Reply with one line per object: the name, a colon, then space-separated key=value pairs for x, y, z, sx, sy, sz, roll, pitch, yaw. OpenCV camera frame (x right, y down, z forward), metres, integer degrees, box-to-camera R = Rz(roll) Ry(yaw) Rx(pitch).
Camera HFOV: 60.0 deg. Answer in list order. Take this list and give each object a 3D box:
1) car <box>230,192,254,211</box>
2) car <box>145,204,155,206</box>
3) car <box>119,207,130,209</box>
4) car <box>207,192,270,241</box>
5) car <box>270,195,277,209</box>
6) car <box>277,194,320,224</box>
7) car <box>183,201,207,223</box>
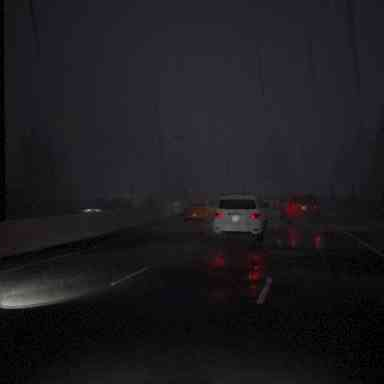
car: x=5.808 y=1.061 z=39.377 sx=2.150 sy=2.045 sz=5.566 roll=0 pitch=0 yaw=1
car: x=-4.829 y=1.383 z=40.804 sx=2.033 sy=1.411 sz=5.357 roll=0 pitch=0 yaw=1
car: x=-8.481 y=1.411 z=38.029 sx=1.994 sy=1.385 sz=4.181 roll=0 pitch=0 yaw=3
car: x=2.508 y=1.155 z=16.455 sx=2.150 sy=2.045 sz=5.566 roll=0 pitch=0 yaw=15
car: x=9.199 y=1.194 z=40.090 sx=2.097 sy=1.767 sz=4.553 roll=0 pitch=1 yaw=5
car: x=7.701 y=1.125 z=24.089 sx=2.150 sy=2.045 sz=5.566 roll=0 pitch=0 yaw=10
car: x=0.628 y=1.379 z=24.408 sx=1.882 sy=1.535 sz=5.008 roll=0 pitch=0 yaw=11
